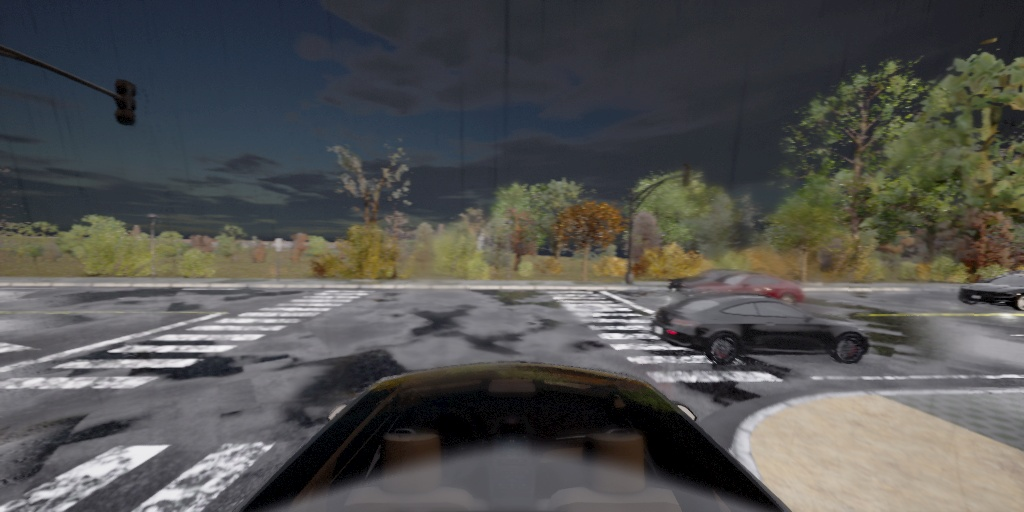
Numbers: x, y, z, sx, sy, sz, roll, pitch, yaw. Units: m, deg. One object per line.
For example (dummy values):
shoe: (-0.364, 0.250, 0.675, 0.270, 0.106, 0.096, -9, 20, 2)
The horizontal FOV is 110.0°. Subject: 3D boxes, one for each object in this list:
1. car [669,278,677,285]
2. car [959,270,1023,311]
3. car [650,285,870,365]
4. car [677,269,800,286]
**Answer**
car: (11.061, 1.387, 18.748, 5.357, 1.411, 2.033, 1, 2, -3)
car: (23.332, 1.563, 16.239, 5.008, 1.535, 1.882, 0, 2, -4)
car: (5.733, 1.604, 8.560, 4.674, 1.442, 1.812, 1, 2, -3)
car: (9.949, 1.452, 15.407, 4.674, 1.442, 1.812, 1, 2, -4)
